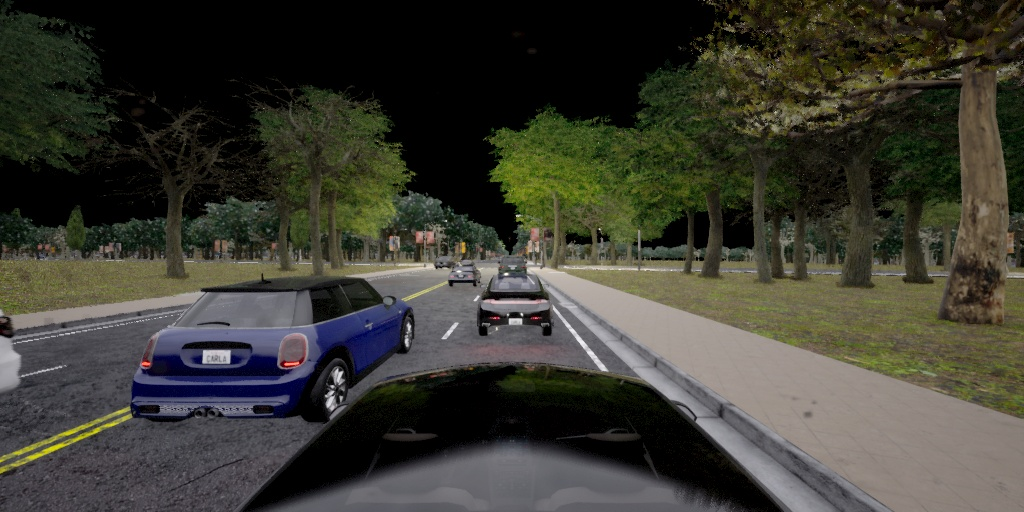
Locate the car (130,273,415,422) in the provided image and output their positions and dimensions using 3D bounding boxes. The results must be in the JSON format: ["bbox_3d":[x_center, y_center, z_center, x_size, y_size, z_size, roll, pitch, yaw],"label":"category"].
[{"bbox_3d":[-3.158,1.102,5.968,2.097,1.767,4.553,0,0,0],"label":"car"}]

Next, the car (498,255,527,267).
[{"bbox_3d":[0.045,0.979,28.429,2.150,2.045,5.566,0,0,0],"label":"car"}]

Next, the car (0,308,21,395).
[{"bbox_3d":[-6.599,0.971,1.609,2.150,2.045,5.566,0,0,0],"label":"car"}]

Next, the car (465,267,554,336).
[{"bbox_3d":[0.081,1.242,10.374,2.128,1.511,4.902,0,0,0],"label":"car"}]

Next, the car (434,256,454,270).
[{"bbox_3d":[-9.897,1.011,53.022,2.150,2.045,5.566,0,0,0],"label":"car"}]

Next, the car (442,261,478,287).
[{"bbox_3d":[-3.195,1.301,24.798,2.033,1.411,5.357,0,0,0],"label":"car"}]
